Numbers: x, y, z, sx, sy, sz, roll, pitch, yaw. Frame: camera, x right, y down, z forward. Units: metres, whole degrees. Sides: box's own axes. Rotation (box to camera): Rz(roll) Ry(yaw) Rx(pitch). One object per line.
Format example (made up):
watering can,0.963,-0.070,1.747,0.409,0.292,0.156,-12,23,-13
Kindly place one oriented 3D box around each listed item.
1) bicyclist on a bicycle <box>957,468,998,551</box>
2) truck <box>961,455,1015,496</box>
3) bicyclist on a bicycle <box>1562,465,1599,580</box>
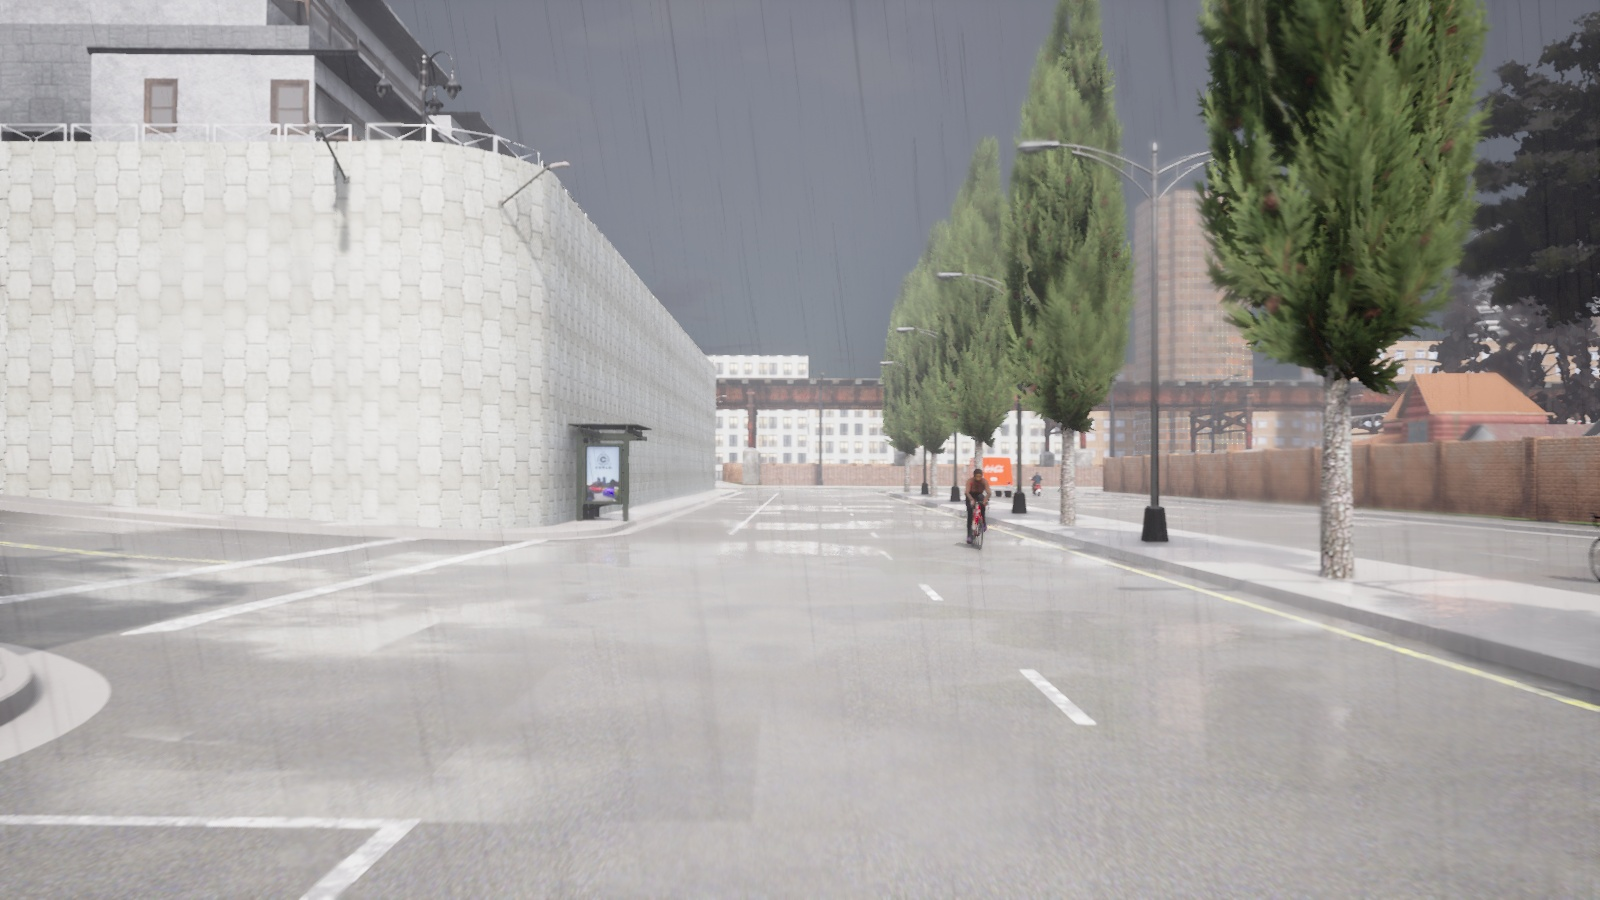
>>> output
bicyclist on a bicycle,3.566,1.171,25.312,0.582,1.620,1.656,0,-1,0
truck,11.685,1.593,78.406,2.627,2.467,5.204,0,-1,0
bicyclist on a bicycle,11.548,1.017,17.693,0.582,1.620,1.656,0,-1,0
